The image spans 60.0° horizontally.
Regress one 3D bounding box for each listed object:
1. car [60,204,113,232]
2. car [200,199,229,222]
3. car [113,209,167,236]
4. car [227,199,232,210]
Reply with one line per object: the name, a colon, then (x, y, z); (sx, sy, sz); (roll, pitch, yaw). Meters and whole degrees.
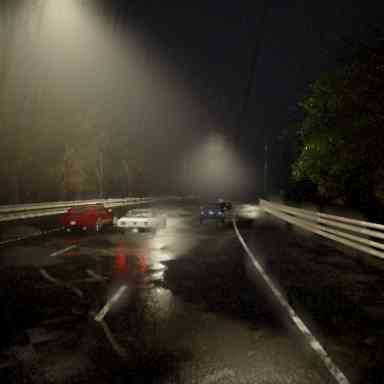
car: (-5.984, 1.440, 19.728); (1.882, 1.535, 5.008); (0, 0, 4)
car: (1.631, 1.529, 25.895); (2.033, 1.411, 5.357); (0, 0, 6)
car: (-2.586, 1.575, 18.432); (1.895, 1.301, 4.718); (0, 0, 4)
car: (4.105, 1.575, 42.808); (1.895, 1.301, 4.718); (0, 0, 10)
